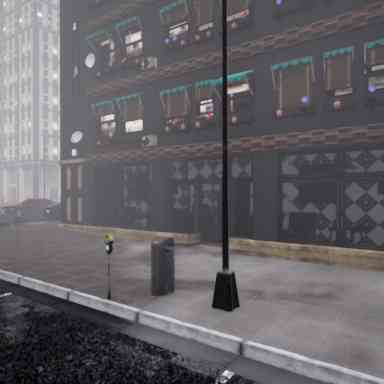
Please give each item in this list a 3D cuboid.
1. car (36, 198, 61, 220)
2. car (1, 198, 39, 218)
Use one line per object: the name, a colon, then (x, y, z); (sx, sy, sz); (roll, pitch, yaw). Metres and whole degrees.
car: (-8.261, 1.277, 23.554); (1.947, 1.339, 4.313); (1, 1, 35)
car: (-12.897, 1.259, 27.047); (1.812, 1.442, 4.674); (0, 1, 35)
